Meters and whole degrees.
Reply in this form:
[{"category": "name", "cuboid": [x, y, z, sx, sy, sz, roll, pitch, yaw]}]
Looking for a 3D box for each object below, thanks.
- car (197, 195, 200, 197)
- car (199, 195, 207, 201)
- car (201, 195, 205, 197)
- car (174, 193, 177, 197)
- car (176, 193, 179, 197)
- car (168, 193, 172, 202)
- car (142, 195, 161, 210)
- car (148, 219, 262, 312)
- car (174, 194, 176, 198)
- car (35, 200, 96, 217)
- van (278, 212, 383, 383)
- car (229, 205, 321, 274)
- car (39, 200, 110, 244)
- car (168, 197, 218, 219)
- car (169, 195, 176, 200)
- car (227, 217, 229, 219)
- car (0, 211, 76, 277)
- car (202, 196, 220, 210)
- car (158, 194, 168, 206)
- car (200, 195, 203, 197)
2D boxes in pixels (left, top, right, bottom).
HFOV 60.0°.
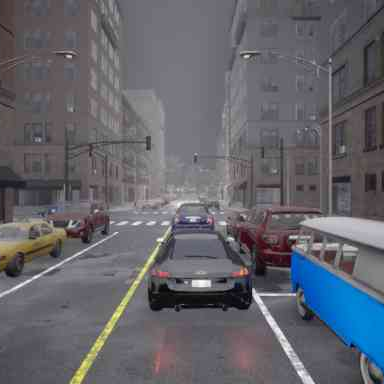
[{"category": "car", "cuboid": [2.668, 1.547, 70.504, 2.008, 1.369, 4.403, 0, 0, 0]}, {"category": "car", "cuboid": [2.673, 1.437, 81.468, 1.967, 1.590, 4.097, 0, 0, 0]}, {"category": "car", "cuboid": [2.659, 1.541, 48.576, 1.887, 1.381, 4.507, 0, 0, 0]}, {"category": "car", "cuboid": [-5.367, 1.563, 81.472, 1.947, 1.339, 4.313, 0, 0, 0]}, {"category": "car", "cuboid": [-5.362, 1.312, 86.954, 2.192, 1.841, 5.009, 0, 0, 0]}, {"category": "car", "cuboid": [-5.384, 1.311, 59.544, 2.192, 1.841, 5.009, 0, 0, 0]}, {"category": "car", "cuboid": [-5.397, 1.521, 42.928, 1.752, 1.417, 4.829, 0, 0, 0]}, {"category": "car", "cuboid": [0.101, 1.564, 7.799, 1.994, 1.385, 4.181, 0, 0, -2]}, {"category": "car", "cuboid": [-5.371, 1.548, 75.990, 2.008, 1.369, 4.403, 0, 0, 0]}, {"category": "car", "cuboid": [-11.757, 1.523, 31.212, 5.008, 1.535, 1.882, 0, 0, 0]}, {"category": "van", "cuboid": [2.640, 1.341, 4.729, 1.690, 1.788, 3.998, 0, 0, 0]}, {"category": "car", "cuboid": [2.643, 1.314, 10.407, 2.192, 1.841, 5.009, 0, 0, 0]}, {"category": "car", "cuboid": [-5.393, 1.314, 16.091, 2.192, 1.841, 5.009, 0, 0, 0]}, {"category": "car", "cuboid": [0.057, 1.351, 17.855, 2.097, 1.767, 4.553, 0, 0, 0]}, {"category": "car", "cuboid": [-5.359, 1.523, 92.266, 1.752, 1.417, 4.829, 0, 0, 0]}, {"category": "car", "cuboid": [2.645, 1.581, 16.086, 1.802, 1.307, 4.206, 0, 0, 0]}, {"category": "car", "cuboid": [-5.395, 1.525, 10.242, 1.752, 1.417, 4.829, 0, 0, 0]}, {"category": "car", "cuboid": [2.656, 1.547, 43.095, 2.008, 1.369, 4.403, 0, 0, 0]}, {"category": "car", "cuboid": [-5.389, 1.522, 53.892, 1.752, 1.417, 4.829, 0, 0, 0]}, {"category": "car", "cuboid": [2.661, 1.547, 54.058, 2.008, 1.369, 4.403, 0, 0, 0]}]
